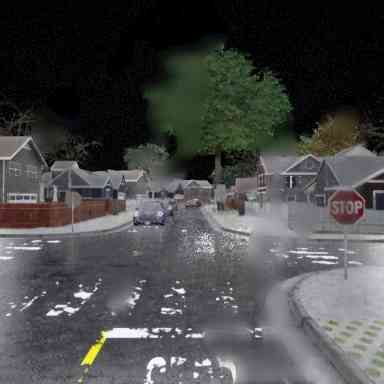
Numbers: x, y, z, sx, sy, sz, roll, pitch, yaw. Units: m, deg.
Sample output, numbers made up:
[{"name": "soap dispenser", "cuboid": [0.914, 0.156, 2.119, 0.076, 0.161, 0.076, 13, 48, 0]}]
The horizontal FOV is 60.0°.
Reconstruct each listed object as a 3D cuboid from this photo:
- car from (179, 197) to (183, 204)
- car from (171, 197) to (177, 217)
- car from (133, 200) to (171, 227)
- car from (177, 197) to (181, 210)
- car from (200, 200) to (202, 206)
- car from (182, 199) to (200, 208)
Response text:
[{"name": "car", "cuboid": [-2.711, 1.645, 61.303, 1.837, 1.490, 4.892, 0, -1, 4]}, {"name": "car", "cuboid": [-2.936, 1.580, 34.536, 2.097, 1.767, 4.553, 0, -1, 0]}, {"name": "car", "cuboid": [-2.908, 1.469, 23.954, 2.097, 1.767, 4.553, 0, 0, 0]}, {"name": "car", "cuboid": [-2.950, 1.861, 45.959, 1.837, 1.490, 4.892, 0, -1, 0]}, {"name": "car", "cuboid": [0.738, 2.097, 67.207, 1.882, 1.535, 5.008, 0, -1, 12]}, {"name": "car", "cuboid": [-0.138, 2.022, 56.609, 2.033, 1.411, 5.357, 0, -1, 1]}]
